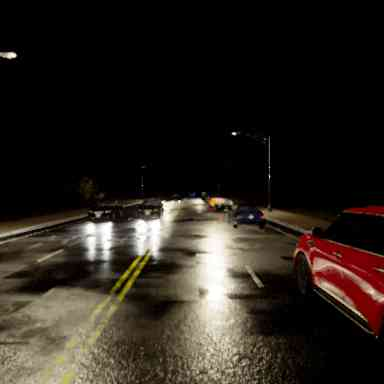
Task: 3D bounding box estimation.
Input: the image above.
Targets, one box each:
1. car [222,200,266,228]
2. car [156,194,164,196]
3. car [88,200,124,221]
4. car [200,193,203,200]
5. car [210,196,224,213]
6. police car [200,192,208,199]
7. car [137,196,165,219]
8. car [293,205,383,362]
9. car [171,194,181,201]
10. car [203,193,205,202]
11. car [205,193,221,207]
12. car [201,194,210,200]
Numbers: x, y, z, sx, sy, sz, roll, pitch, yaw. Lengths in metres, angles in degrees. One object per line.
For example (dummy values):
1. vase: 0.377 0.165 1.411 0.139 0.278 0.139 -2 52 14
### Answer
1. car: 3.341 1.443 21.202 2.033 1.411 5.357 0 0 0
2. car: -6.519 1.146 68.180 1.837 1.490 4.892 0 0 0
3. car: -6.606 1.363 25.859 2.128 1.511 4.902 0 0 0
4. car: 3.233 1.089 67.210 2.033 1.649 4.856 0 0 0
5. car: 3.242 1.430 34.242 1.895 1.301 4.718 0 0 0
6. police car: 3.228 0.963 89.320 1.930 1.638 5.238 0 0 0
7. car: -3.355 1.354 27.635 2.128 1.511 4.902 0 0 0
8. car: 3.348 1.196 5.165 2.150 2.045 5.566 0 0 0
9. car: -3.268 1.192 69.004 1.994 1.385 4.181 0 0 0
10. car: 3.236 1.241 56.212 1.812 1.442 4.674 0 0 0
11. car: 3.239 1.125 45.181 2.097 1.767 4.553 0 0 0
12. car: 3.231 1.199 78.241 1.895 1.301 4.718 0 0 0
